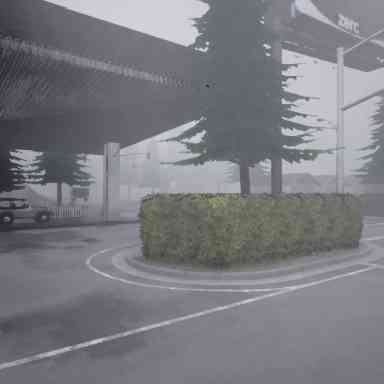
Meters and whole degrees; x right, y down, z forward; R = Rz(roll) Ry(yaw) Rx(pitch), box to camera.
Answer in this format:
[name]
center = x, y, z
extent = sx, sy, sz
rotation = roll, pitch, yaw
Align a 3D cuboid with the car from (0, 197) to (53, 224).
[car]
center = -12.015, 1.313, 23.453
extent = 3.866, 1.878, 1.905
rotation = 0, 0, -36
